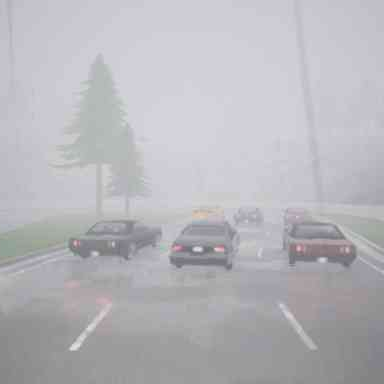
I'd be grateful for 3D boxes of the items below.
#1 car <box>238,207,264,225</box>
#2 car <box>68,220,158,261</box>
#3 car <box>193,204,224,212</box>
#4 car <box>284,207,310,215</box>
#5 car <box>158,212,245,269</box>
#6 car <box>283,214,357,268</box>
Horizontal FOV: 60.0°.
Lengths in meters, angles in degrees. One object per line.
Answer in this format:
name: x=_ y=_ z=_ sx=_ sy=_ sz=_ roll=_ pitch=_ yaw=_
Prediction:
car: x=4.568 y=1.833 z=26.206 sx=1.895 sy=1.301 sz=4.718 roll=0 pitch=-1 yaw=16
car: x=-2.655 y=1.716 z=12.896 sx=1.895 sy=1.301 sz=4.718 roll=0 pitch=0 yaw=12
car: x=1.439 y=1.726 z=28.128 sx=1.882 sy=1.535 sz=5.008 roll=0 pitch=0 yaw=15
car: x=7.930 y=1.824 z=25.244 sx=1.895 sy=1.301 sz=4.718 roll=0 pitch=-1 yaw=16
car: x=0.633 y=1.651 z=11.658 sx=2.033 sy=1.411 sz=5.357 roll=0 pitch=0 yaw=11
car: x=4.272 y=1.707 z=11.845 sx=1.895 sy=1.301 sz=4.718 roll=0 pitch=0 yaw=12
